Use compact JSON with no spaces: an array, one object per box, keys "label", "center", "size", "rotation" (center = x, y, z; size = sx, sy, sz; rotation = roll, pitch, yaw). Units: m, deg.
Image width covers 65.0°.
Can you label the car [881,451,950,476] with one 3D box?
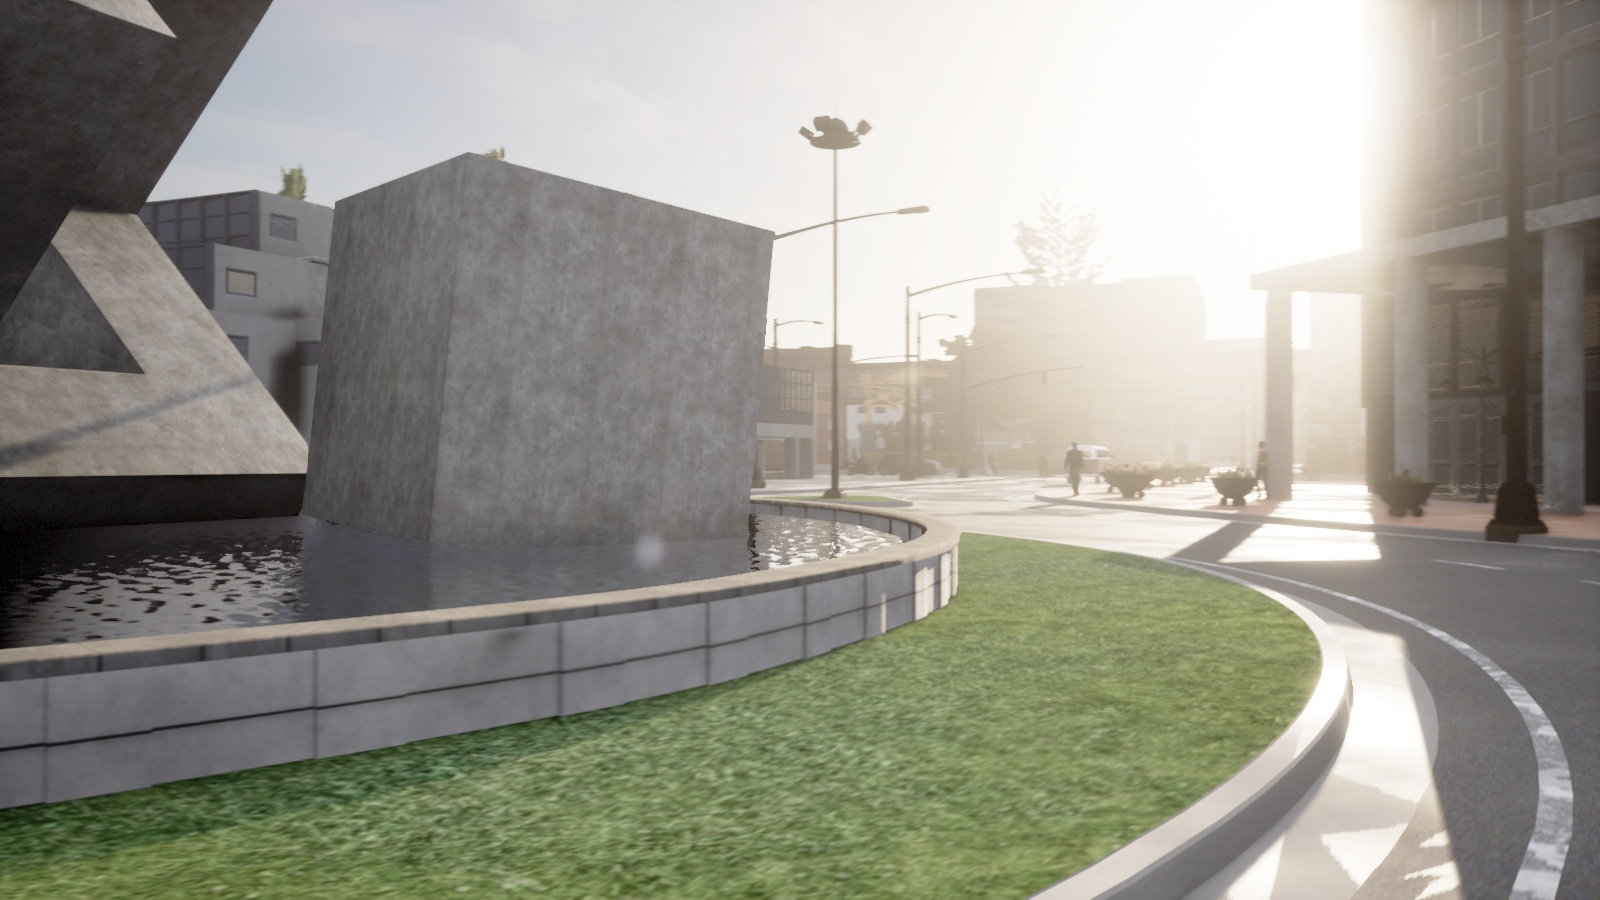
[{"label":"car","center":[8.327,0.953,90.479],"size":[4.553,1.767,2.097],"rotation":[0,0,24]}]

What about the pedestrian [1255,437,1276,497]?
[{"label":"pedestrian","center":[14.392,0.535,38.805],"size":[0.345,1.836,0.594],"rotation":[0,0,-11]}]

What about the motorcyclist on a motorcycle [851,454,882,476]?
[{"label":"motorcyclist on a motorcycle","center":[4.687,1.064,88.281],"size":[2.044,1.523,0.797],"rotation":[0,0,25]}]

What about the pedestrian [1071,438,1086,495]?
[{"label":"pedestrian","center":[9.050,0.541,40.734],"size":[0.431,1.840,0.703],"rotation":[0,0,15]}]

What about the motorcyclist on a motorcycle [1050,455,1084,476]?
[{"label":"motorcyclist on a motorcycle","center":[18.958,1.099,89.146],"size":[2.191,1.530,0.866],"rotation":[0,-1,-11]}]

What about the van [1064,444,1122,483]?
[{"label":"van","center":[15.740,0.701,67.303],"size":[2.069,2.038,4.480],"rotation":[0,0,25]}]
